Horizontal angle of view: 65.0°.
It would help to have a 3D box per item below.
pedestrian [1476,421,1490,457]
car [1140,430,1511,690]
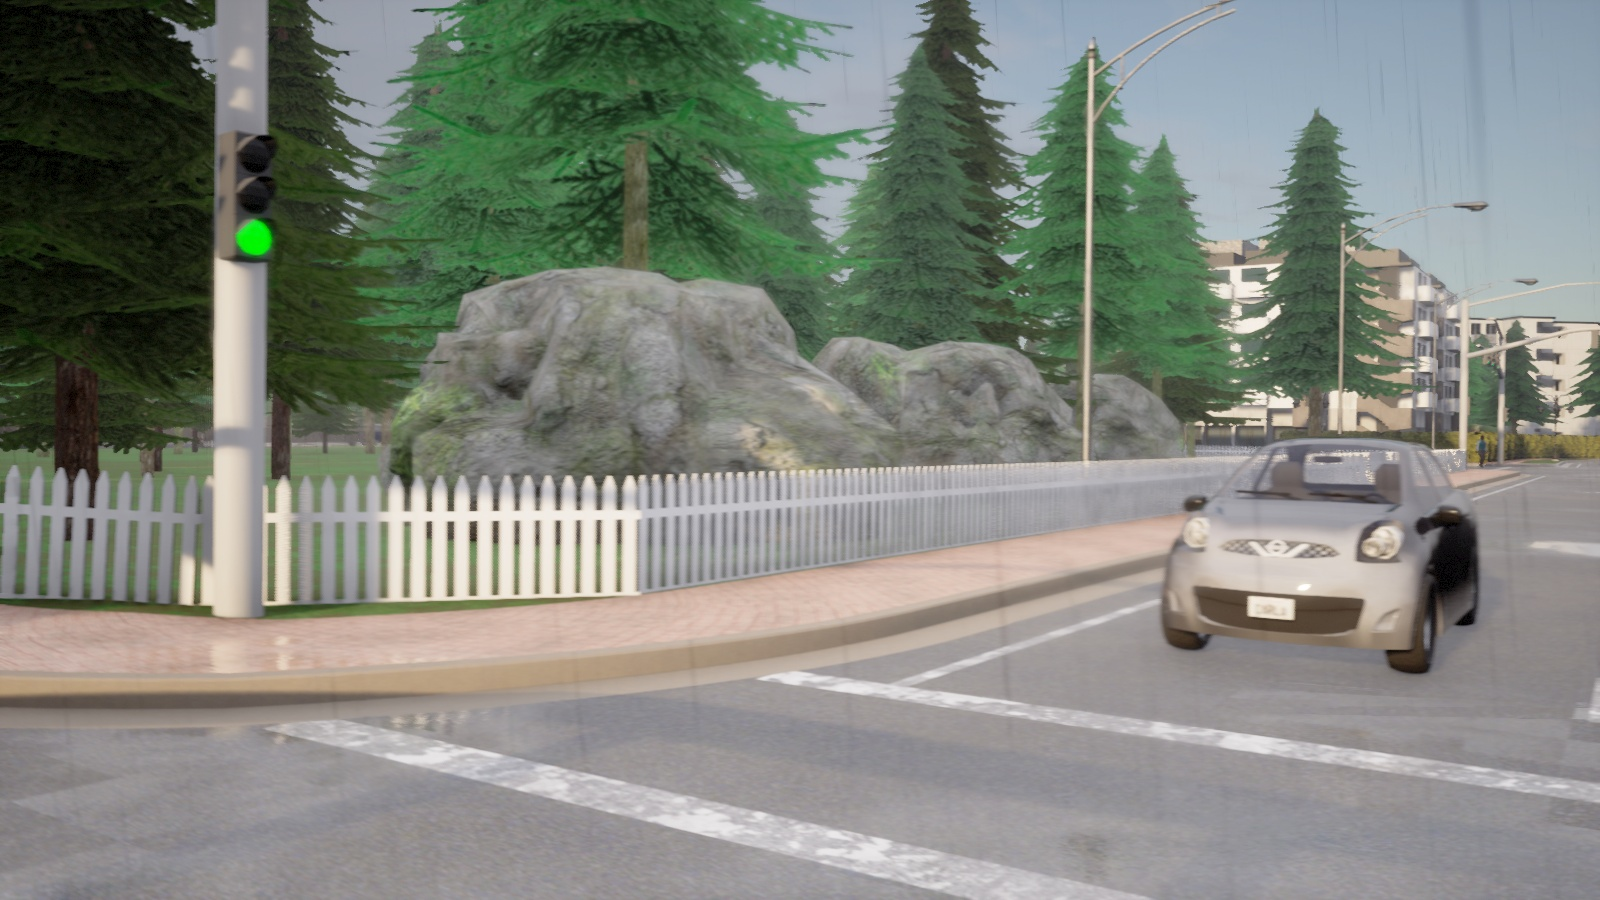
[{"bbox_3d":[36.920,-0.612,67.882,0.396,1.930,0.692,0,1,4],"label":"pedestrian"},{"bbox_3d":[4.033,0.610,9.284,1.845,1.501,3.633,0,1,34],"label":"car"}]
